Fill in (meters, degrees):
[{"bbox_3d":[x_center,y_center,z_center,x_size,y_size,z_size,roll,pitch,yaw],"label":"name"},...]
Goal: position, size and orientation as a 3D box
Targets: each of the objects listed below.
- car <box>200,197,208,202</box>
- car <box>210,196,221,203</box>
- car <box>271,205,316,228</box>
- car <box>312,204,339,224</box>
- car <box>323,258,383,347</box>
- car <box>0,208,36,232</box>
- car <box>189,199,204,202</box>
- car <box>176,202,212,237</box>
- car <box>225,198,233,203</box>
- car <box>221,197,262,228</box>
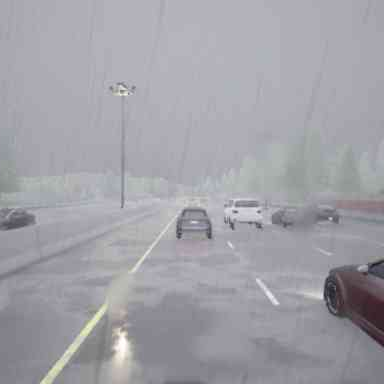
[{"bbox_3d":[3.524,2.367,94.901,1.837,1.490,4.892,0,-1,0],"label":"car"},{"bbox_3d":[7.024,2.363,94.318,2.128,1.511,4.902,0,-1,0],"label":"car"},{"bbox_3d":[7.104,1.816,24.233,1.994,1.385,4.181,0,-1,0],"label":"car"},{"bbox_3d":[10.606,1.795,27.869,1.837,1.490,4.892,0,0,0],"label":"car"},{"bbox_3d":[3.605,1.618,4.965,1.994,1.385,4.181,0,-1,0],"label":"car"},{"bbox_3d":[-10.588,1.681,18.670,2.128,1.511,4.902,0,-1,0],"label":"car"},{"bbox_3d":[0.109,1.873,38.495,1.882,1.535,5.008,0,0,0],"label":"car"},{"bbox_3d":[0.110,1.630,19.278,2.033,1.649,4.856,0,0,0],"label":"car"},{"bbox_3d":[10.524,2.434,94.346,1.895,1.301,4.718,0,-1,0],"label":"car"},{"bbox_3d":[3.606,1.473,24.168,2.150,2.045,5.566,0,0,0],"label":"car"}]
